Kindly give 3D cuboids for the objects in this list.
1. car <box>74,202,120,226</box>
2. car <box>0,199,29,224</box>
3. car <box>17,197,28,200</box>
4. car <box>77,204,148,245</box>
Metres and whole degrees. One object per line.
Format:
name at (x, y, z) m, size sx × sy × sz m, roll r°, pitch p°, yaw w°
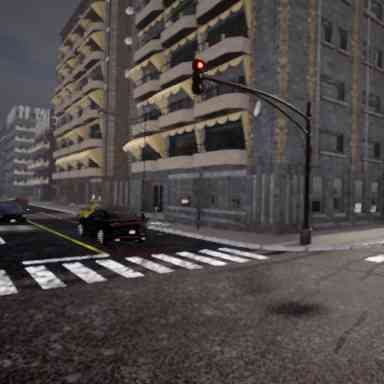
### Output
car at (-7.125, 1.543, 24.513) m, size 1.752 × 1.417 × 4.829 m, roll 1°, pitch -1°, yaw -35°
car at (-12.882, 1.422, 23.271) m, size 2.033 × 1.411 × 5.357 m, roll 2°, pitch -1°, yaw -35°
car at (-26.412, 1.418, 51.638) m, size 1.802 × 1.307 × 4.206 m, roll 1°, pitch -1°, yaw -35°
car at (-3.852, 1.492, 15.693) m, size 1.882 × 1.535 × 5.008 m, roll 2°, pitch -1°, yaw -35°
